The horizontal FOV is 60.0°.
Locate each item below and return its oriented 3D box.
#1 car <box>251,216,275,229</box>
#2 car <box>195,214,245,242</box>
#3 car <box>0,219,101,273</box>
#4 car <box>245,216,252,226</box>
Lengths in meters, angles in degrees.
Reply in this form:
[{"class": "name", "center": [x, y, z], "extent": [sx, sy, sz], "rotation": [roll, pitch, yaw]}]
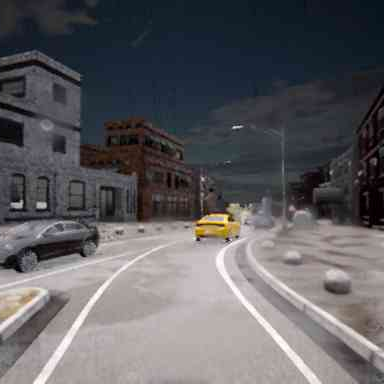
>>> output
[{"class": "car", "center": [8.503, 3.617, 38.819], "extent": [1.994, 1.385, 4.181], "rotation": [-1, -5, 19]}, {"class": "car", "center": [1.653, 2.095, 19.952], "extent": [1.882, 1.535, 5.008], "rotation": [-1, -4, 18]}, {"class": "car", "center": [-5.213, 1.732, 11.634], "extent": [2.128, 1.511, 4.902], "rotation": [-1, -2, 21]}, {"class": "car", "center": [9.220, 4.561, 51.942], "extent": [2.128, 1.511, 4.902], "rotation": [-1, -5, 16]}]
